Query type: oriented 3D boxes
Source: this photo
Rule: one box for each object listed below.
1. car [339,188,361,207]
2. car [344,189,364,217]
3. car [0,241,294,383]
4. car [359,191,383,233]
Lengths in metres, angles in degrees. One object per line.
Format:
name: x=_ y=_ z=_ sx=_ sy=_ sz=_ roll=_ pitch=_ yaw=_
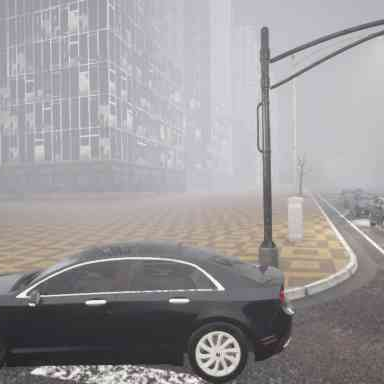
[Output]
car: x=13.025 y=0.453 z=26.784 sx=2.128 sy=1.511 sz=4.902 roll=-1 pitch=2 yaw=18
car: x=11.037 y=0.759 z=20.718 sx=1.994 sy=1.385 sz=4.181 roll=-1 pitch=2 yaw=17
car: x=-1.085 y=1.505 z=4.775 sx=4.892 sy=1.490 sz=1.837 roll=0 pitch=0 yaw=0
car: x=8.995 y=0.928 z=14.422 sx=2.128 sy=1.511 sz=4.902 roll=-1 pitch=2 yaw=18
